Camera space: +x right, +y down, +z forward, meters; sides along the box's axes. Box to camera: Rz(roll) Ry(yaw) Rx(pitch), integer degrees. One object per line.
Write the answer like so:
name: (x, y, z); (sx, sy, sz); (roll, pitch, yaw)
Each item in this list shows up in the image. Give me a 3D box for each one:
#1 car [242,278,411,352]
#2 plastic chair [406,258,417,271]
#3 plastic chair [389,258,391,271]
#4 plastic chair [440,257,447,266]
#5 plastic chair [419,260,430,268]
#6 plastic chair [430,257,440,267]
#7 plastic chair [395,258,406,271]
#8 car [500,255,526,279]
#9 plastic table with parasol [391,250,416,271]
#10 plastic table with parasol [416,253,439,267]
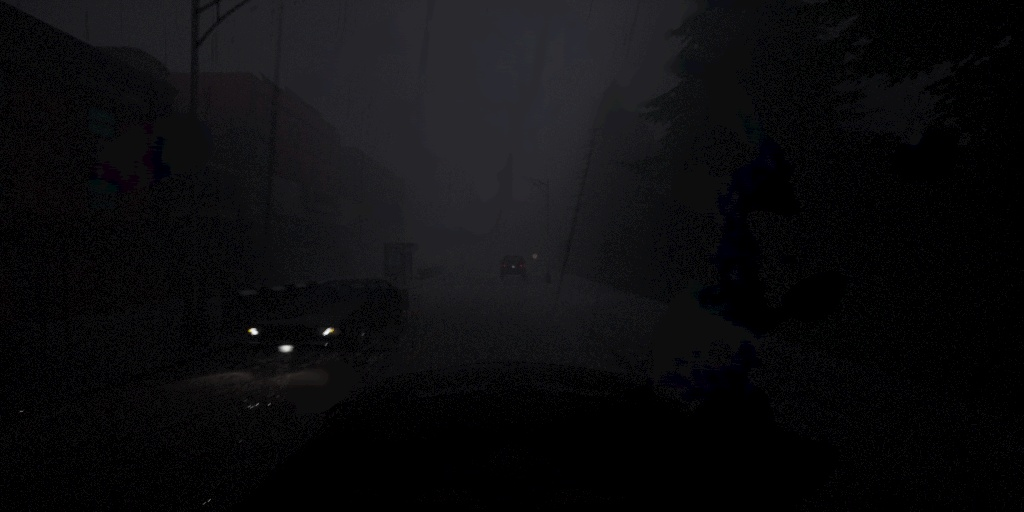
car: (-4.098, 1.297, 9.170); (2.033, 1.411, 5.357); (0, 0, 0)
plastic chair: (-15.888, 1.275, 56.681); (0.730, 1.272, 0.750); (0, 0, 0)
plastic chair: (-18.548, 1.275, 56.611); (0.730, 1.272, 0.750); (0, 0, 10)
plastic chair: (-12.119, 1.274, 64.151); (0.730, 1.272, 0.750); (0, 0, 0)
plastic chair: (-14.248, 1.275, 58.161); (0.750, 1.272, 0.730); (0, 0, 0)
plastic chair: (-12.839, 1.275, 59.321); (0.730, 1.272, 0.750); (0, 0, 0)
plastic chair: (-17.298, 1.275, 55.521); (0.750, 1.272, 0.730); (0, 0, 0)
car: (0.100, 0.968, 32.129); (2.150, 2.045, 5.566); (0, 0, 0)
plastic table with parasol: (-17.148, 0.671, 56.801); (2.482, 2.480, 2.482); (0, 0, 0)
plastic table with parasol: (-14.089, 0.671, 59.441); (2.482, 2.480, 2.482); (0, 0, 0)
